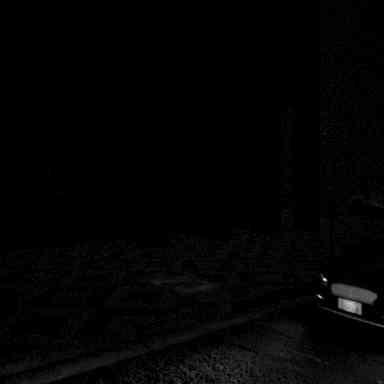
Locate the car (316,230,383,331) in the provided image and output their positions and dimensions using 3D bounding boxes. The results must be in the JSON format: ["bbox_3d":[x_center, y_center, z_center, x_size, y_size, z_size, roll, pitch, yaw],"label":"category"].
[{"bbox_3d":[4.416,1.492,6.536,4.902,1.511,2.128,0,0,-36],"label":"car"}]

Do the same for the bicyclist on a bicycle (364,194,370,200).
[{"bbox_3d":[20.789,1.029,39.608,1.656,1.620,0.582,0,1,-36],"label":"bicyclist on a bicycle"}]

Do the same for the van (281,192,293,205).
[{"bbox_3d":[12.199,0.930,46.548,1.690,1.788,3.998,1,0,-36],"label":"van"}]

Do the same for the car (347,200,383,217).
[{"bbox_3d":[14.771,1.366,28.275,2.008,1.369,4.403,1,0,-36],"label":"car"}]
